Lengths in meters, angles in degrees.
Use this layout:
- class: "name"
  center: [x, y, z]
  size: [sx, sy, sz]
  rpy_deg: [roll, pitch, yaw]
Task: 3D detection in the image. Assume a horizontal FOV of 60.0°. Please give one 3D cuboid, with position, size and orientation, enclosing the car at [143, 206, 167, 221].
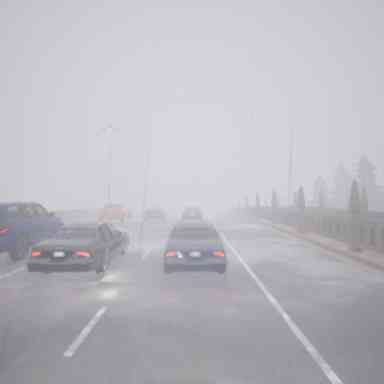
- class: "car"
  center: [-3.472, 2.045, 32.208]
  size: [1.812, 1.442, 4.674]
  rpy_deg: [0, -3, 0]

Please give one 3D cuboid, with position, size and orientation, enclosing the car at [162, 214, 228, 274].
- class: "car"
  center: [0.077, 1.678, 11.034]
  size: [2.033, 1.411, 5.357]
  rpy_deg: [0, -1, 0]

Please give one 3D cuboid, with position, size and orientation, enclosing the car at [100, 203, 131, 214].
- class: "car"
  center: [-6.969, 1.815, 30.728]
  size: [2.097, 1.767, 4.553]
  rpy_deg: [0, -2, 0]

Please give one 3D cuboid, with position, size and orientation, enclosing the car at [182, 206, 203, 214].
- class: "car"
  center: [0.029, 2.064, 31.860]
  size: [1.994, 1.385, 4.181]
  rpy_deg: [0, -2, 0]

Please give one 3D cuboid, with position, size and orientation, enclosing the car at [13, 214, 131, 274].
- class: "car"
  center: [-3.423, 1.682, 11.049]
  size: [2.033, 1.411, 5.357]
  rpy_deg: [0, -1, 0]

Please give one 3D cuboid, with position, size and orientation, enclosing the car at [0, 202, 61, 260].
- class: "car"
  center: [-6.928, 1.384, 13.077]
  size: [2.150, 2.045, 5.566]
  rpy_deg: [0, -1, 0]
